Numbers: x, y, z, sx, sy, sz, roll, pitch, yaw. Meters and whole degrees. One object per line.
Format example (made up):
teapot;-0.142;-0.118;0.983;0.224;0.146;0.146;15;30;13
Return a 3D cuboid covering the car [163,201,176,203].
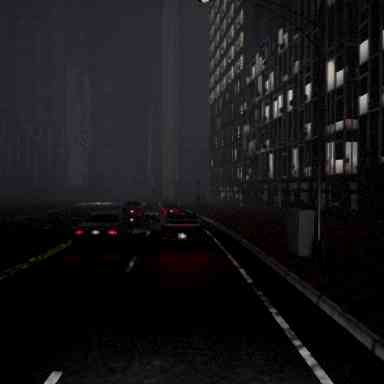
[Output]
car;-2.058;1.541;30.369;1.994;1.385;4.181;0;0;-8

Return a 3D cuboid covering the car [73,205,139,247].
car;-3.763;1.554;14.905;2.033;1.411;5.357;0;0;-4

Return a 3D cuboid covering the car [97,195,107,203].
car;-18.982;1.419;70.307;2.128;1.511;4.902;0;0;-10

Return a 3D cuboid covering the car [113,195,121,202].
car;-15.784;1.424;70.888;2.033;1.411;5.357;0;0;-10

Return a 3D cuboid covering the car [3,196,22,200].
car;-42.940;1.390;79.593;4.206;1.307;1.802;0;0;-9

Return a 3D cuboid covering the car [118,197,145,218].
car;-5.279;1.461;29.936;1.882;1.535;5.008;0;0;-8

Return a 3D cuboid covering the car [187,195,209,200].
car;1.069;1.384;86.925;5.009;1.841;2.192;0;0;-9

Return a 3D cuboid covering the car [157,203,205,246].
car;-0.520;1.482;15.122;2.128;1.511;4.902;0;0;-4

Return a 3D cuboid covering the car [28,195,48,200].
car;-37.324;1.409;80.480;4.313;1.339;1.947;0;0;-9
